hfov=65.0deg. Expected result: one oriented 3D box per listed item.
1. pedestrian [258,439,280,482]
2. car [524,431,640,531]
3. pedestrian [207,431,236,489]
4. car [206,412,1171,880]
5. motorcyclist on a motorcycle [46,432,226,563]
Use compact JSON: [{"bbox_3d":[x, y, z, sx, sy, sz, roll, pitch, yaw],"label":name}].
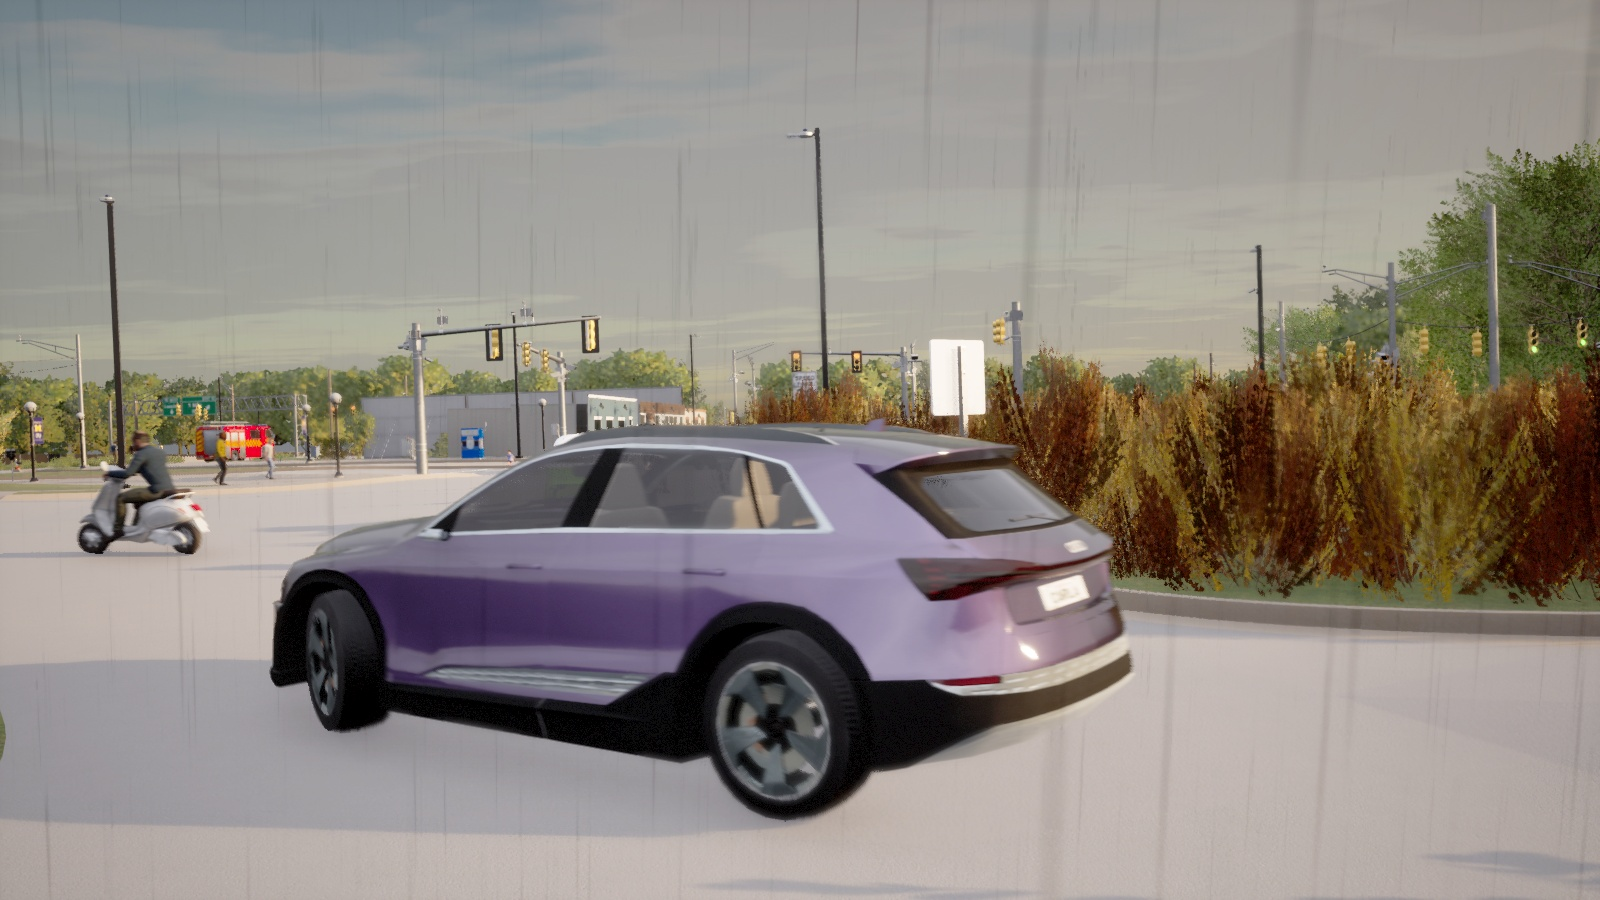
[{"bbox_3d":[-22.714,0.447,53.725,0.706,1.836,0.354,-2,1,2],"label":"pedestrian"},{"bbox_3d":[-3.355,0.438,19.606,1.481,1.376,2.207,-2,2,-3],"label":"car"},{"bbox_3d":[-19.004,0.323,41.232,0.726,1.835,0.370,-3,2,-15],"label":"pedestrian"},{"bbox_3d":[-0.785,0.681,6.638,4.856,1.649,2.033,0,2,34],"label":"car"},{"bbox_3d":[-8.446,0.588,16.021,1.817,1.590,0.866,-1,2,10],"label":"motorcyclist on a motorcycle"}]
